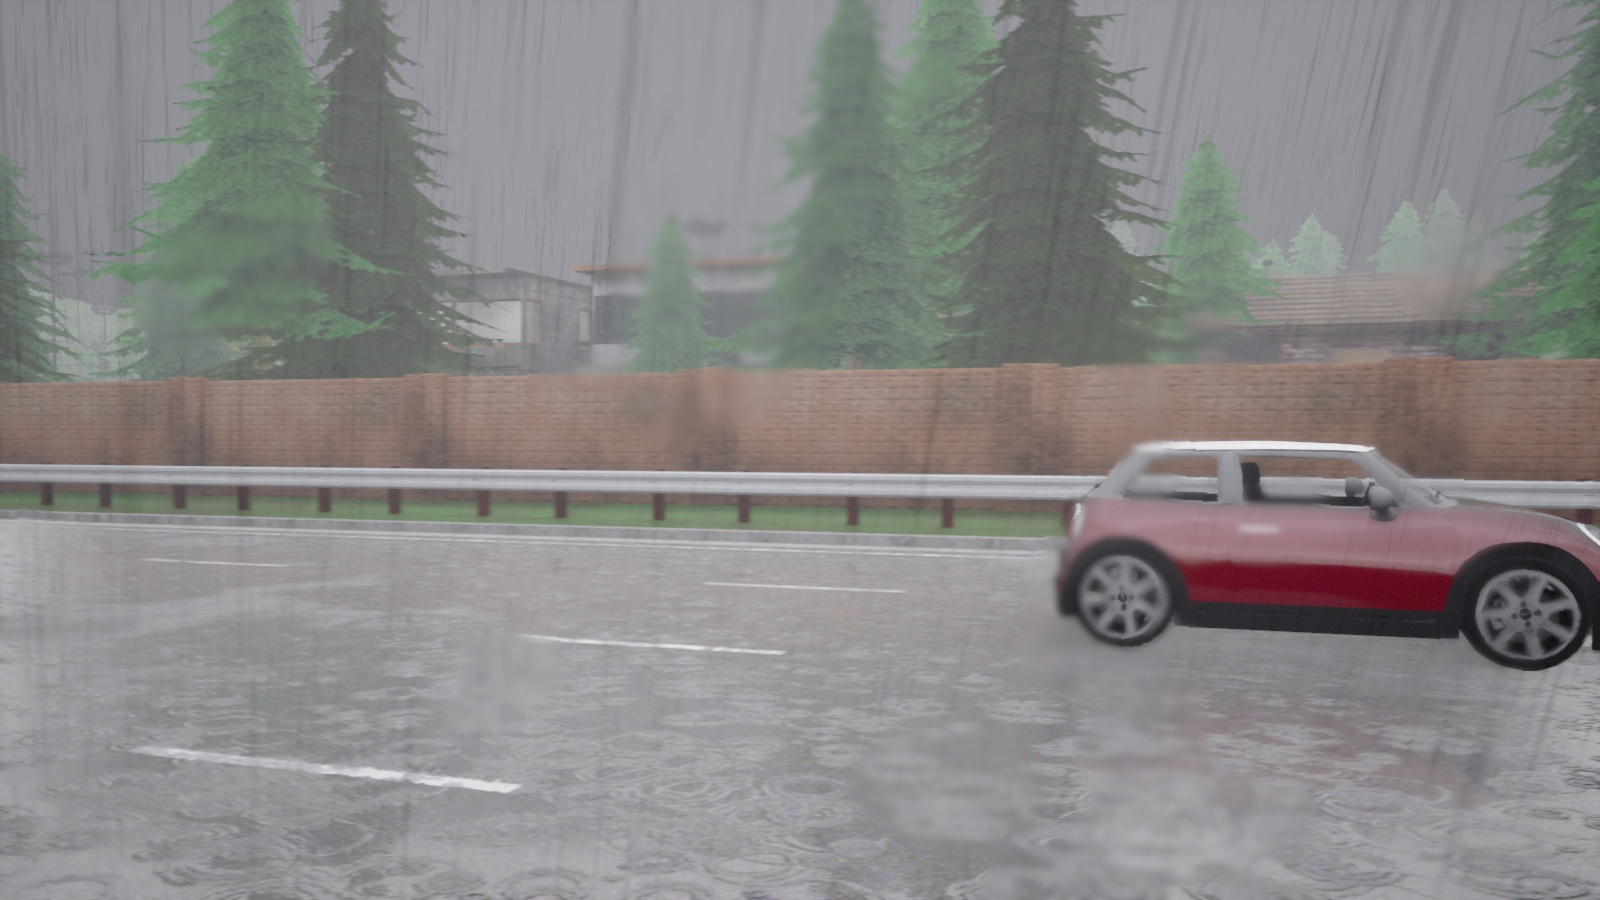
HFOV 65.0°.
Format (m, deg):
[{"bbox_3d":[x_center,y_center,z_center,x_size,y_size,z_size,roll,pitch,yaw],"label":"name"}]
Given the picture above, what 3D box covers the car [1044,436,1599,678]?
[{"bbox_3d":[3.867,0.658,9.276,3.806,1.475,1.970,1,1,19],"label":"car"}]
